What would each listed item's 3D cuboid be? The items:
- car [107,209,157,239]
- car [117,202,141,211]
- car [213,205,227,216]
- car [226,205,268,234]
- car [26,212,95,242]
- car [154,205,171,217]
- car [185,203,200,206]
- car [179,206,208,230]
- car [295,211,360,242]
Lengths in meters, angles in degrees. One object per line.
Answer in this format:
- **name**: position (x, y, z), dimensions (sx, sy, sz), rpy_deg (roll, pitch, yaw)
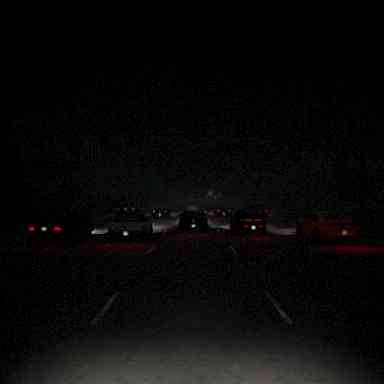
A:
- **car**: position (-3.408, 1.886, 19.274), dimensions (1.895, 1.301, 4.718), rpy_deg (0, -1, 0)
- **car**: position (-6.922, 1.895, 36.906), dimensions (2.097, 1.767, 4.553), rpy_deg (0, -1, 0)
- **car**: position (3.583, 2.188, 39.785), dimensions (1.895, 1.301, 4.718), rpy_deg (0, -1, 0)
- **car**: position (3.592, 1.830, 21.851), dimensions (1.837, 1.490, 4.892), rpy_deg (0, 0, 0)
- **car**: position (-6.905, 1.814, 18.018), dimensions (2.033, 1.411, 5.357), rpy_deg (0, -1, 0)
- **car**: position (-3.418, 2.157, 37.709), dimensions (1.895, 1.301, 4.718), rpy_deg (0, -1, 0)
- **car**: position (0.083, 2.182, 44.546), dimensions (1.812, 1.442, 4.674), rpy_deg (0, -1, 0)
- **car**: position (0.091, 1.955, 23.973), dimensions (1.895, 1.301, 4.718), rpy_deg (0, -1, 0)
- **car**: position (7.095, 1.743, 17.936), dimensions (1.882, 1.535, 5.008), rpy_deg (0, 0, 0)
